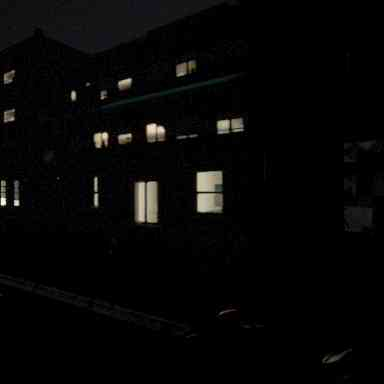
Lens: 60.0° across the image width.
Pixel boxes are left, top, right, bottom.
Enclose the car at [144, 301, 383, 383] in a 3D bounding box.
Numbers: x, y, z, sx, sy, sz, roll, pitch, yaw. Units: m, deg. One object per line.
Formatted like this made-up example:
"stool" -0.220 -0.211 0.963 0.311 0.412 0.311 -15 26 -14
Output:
"car" 1.922 1.307 1.495 5.009 1.841 2.192 -1 0 36
